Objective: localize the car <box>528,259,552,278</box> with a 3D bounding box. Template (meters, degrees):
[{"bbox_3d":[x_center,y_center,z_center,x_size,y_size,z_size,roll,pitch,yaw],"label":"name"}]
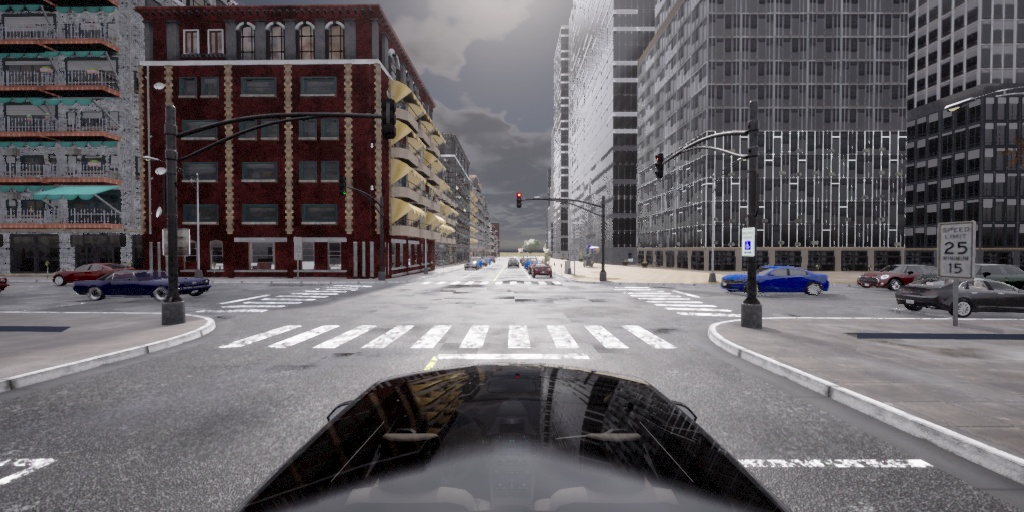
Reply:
[{"bbox_3d":[2.732,1.270,33.431,1.888,1.381,4.507,0,0,0],"label":"car"}]

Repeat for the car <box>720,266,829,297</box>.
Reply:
[{"bbox_3d":[13.839,1.265,19.051,5.008,1.535,1.882,1,1,1],"label":"car"}]

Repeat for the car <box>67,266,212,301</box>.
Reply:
[{"bbox_3d":[-16.640,1.298,16.335,4.718,1.301,1.895,0,1,1],"label":"car"}]

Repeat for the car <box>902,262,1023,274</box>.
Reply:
[{"bbox_3d":[24.147,1.188,18.876,4.553,1.767,2.097,0,1,1],"label":"car"}]

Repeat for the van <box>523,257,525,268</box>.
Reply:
[{"bbox_3d":[2.773,1.042,50.369,1.690,1.789,3.998,0,0,0],"label":"van"}]

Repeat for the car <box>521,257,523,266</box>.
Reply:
[{"bbox_3d":[2.786,1.237,56.015,1.888,1.381,4.507,0,0,0],"label":"car"}]

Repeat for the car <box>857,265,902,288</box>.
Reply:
[{"bbox_3d":[23.421,1.229,21.622,4.097,1.591,1.967,0,0,1],"label":"car"}]

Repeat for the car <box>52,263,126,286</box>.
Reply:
[{"bbox_3d":[-25.808,1.108,22.389,4.507,1.381,1.888,0,0,1],"label":"car"}]

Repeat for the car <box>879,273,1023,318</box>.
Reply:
[{"bbox_3d":[16.742,1.445,13.091,4.403,1.370,2.007,0,0,1],"label":"car"}]

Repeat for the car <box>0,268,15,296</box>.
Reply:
[{"bbox_3d":[-26.520,1.254,16.496,4.718,1.301,1.895,0,1,1],"label":"car"}]

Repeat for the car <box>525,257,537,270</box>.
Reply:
[{"bbox_3d":[2.746,1.157,39.077,1.967,1.591,4.097,0,0,0],"label":"car"}]

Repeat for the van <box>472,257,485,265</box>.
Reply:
[{"bbox_3d":[-5.562,1.033,56.001,1.690,1.789,3.998,0,0,0],"label":"van"}]

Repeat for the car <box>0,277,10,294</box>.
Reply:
[{"bbox_3d":[-22.595,1.258,13.725,4.507,1.381,1.888,0,0,1],"label":"car"}]

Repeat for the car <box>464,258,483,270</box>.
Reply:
[{"bbox_3d":[-5.575,1.267,50.355,1.948,1.339,4.313,0,0,0],"label":"car"}]

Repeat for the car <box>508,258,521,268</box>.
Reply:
[{"bbox_3d":[0.240,1.285,60.752,1.895,1.301,4.718,0,0,0],"label":"car"}]
